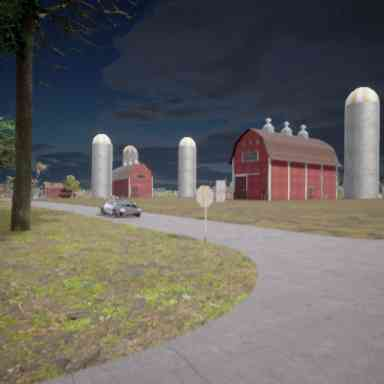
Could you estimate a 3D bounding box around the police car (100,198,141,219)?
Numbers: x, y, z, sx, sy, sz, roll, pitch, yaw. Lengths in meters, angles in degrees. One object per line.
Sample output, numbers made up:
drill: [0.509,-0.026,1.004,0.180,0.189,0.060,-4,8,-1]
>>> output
police car: [-5.811,1.303,27.005,2.038,1.542,4.974,1,0,-34]
